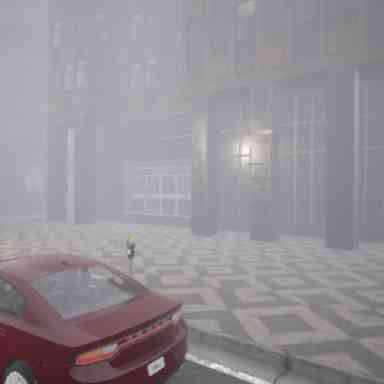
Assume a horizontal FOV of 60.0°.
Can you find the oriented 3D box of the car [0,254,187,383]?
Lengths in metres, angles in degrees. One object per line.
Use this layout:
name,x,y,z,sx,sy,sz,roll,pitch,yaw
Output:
car,-2.160,1.531,4.501,4.507,1.381,1.887,0,0,35
